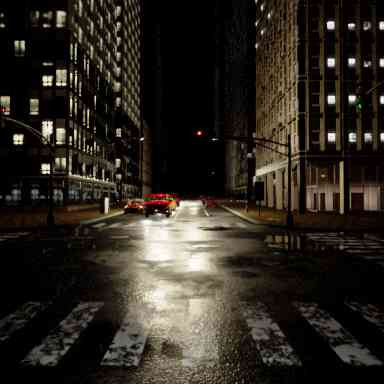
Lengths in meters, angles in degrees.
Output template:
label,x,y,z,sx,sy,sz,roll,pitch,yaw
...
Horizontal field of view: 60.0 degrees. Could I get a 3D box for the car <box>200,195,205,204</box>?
label,x,y,z,sx,sy,sz,roll,pitch,yaw
car,2.783,1.547,56.322,1.752,1.417,4.829,1,0,0

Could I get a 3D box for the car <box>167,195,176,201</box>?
label,x,y,z,sx,sy,sz,roll,pitch,yaw
car,-5.551,1.586,89.548,2.008,1.369,4.403,1,0,0

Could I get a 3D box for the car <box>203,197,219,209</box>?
label,x,y,z,sx,sy,sz,roll,pitch,yaw
car,2.766,1.599,44.997,1.802,1.307,4.206,1,0,0

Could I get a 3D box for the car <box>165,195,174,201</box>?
label,x,y,z,sx,sy,sz,roll,pitch,yaw
car,-5.559,1.577,83.973,1.887,1.381,4.507,1,0,0

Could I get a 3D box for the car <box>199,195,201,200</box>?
label,x,y,z,sx,sy,sz,roll,pitch,yaw
car,2.790,1.589,61.730,1.947,1.339,4.313,1,0,0

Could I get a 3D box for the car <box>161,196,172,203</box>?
label,x,y,z,sx,sy,sz,roll,pitch,yaw
car,-5.574,1.573,72.822,1.887,1.381,4.507,1,0,0

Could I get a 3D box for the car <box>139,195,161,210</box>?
label,x,y,z,sx,sy,sz,roll,pitch,yaw
car,-5.609,1.332,44.947,2.192,1.841,5.009,1,0,0

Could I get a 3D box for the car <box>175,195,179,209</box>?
label,x,y,z,sx,sy,sz,roll,pitch,yaw
car,-3.040,1.493,41.552,1.882,1.535,5.008,0,0,0

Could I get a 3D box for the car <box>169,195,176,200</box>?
label,x,y,z,sx,sy,sz,roll,pitch,yaw
car,-5.544,1.604,95.123,1.947,1.339,4.313,1,0,0

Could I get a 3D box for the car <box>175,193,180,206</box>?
label,x,y,z,sx,sy,sz,roll,pitch,yaw
car,-3.018,1.241,52.051,2.150,2.045,5.566,0,0,0

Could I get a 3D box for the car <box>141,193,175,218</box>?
label,x,y,z,sx,sy,sz,roll,pitch,yaw
car,-3.050,1.233,31.125,2.150,2.045,5.566,0,0,0

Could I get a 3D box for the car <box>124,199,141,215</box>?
label,x,y,z,sx,sy,sz,roll,pitch,yaw
car,-5.627,1.452,33.796,1.967,1.590,4.097,1,0,0

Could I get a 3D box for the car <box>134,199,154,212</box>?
label,x,y,z,sx,sy,sz,roll,pitch,yaw
car,-5.622,1.596,39.371,1.802,1.307,4.206,1,0,0
